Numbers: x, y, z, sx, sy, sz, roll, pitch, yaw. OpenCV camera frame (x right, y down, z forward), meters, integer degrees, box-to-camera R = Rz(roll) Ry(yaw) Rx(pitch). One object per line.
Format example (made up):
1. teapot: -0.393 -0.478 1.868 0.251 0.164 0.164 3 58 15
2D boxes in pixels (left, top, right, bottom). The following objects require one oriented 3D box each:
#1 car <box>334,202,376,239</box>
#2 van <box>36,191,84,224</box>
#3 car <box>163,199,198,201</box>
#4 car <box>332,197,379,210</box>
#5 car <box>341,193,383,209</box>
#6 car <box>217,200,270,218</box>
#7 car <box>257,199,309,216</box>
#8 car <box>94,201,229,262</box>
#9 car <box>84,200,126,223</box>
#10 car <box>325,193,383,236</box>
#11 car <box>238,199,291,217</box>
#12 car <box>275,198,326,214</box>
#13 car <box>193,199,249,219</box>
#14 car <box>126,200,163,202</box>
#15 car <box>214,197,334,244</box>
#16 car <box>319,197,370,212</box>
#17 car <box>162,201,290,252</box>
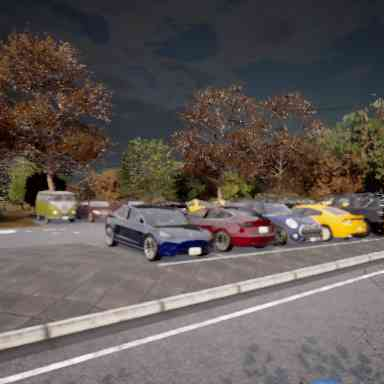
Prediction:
1. car: 5.545 1.359 15.799 2.097 1.535 5.008 1 -1 -35
2. van: -8.790 0.938 21.578 1.878 1.987 4.442 1 0 -35
3. car: -2.031 1.382 26.504 2.163 1.488 4.792 1 -1 -35
4. car: 20.722 1.410 42.418 2.097 1.535 5.008 -1 1 -35
5. car: 22.990 1.117 44.034 2.435 2.045 5.566 -1 1 -35
6. car: 4.753 1.501 31.186 2.163 1.488 4.792 1 0 -35
7. car: 9.310 1.497 34.409 2.097 1.535 5.008 0 0 -35
8. car: -1.278 1.197 10.989 2.163 1.488 4.792 2 -1 -35
9. car: -6.681 1.265 23.214 2.002 1.452 4.674 2 -1 -35
10. car: 7.817 1.157 17.432 2.435 2.045 5.566 1 -1 -35
11. car: 7.025 1.488 32.808 2.097 1.535 5.008 0 0 -35
12. car: 11.700 1.498 36.082 2.231 1.521 4.892 0 0 -35
13. car: 2.455 1.440 29.838 1.946 1.575 5.366 1 -1 -35
14. car: -4.401 1.331 24.811 2.002 1.452 4.674 2 -1 -35
15. car: 3.251 1.174 14.236 2.185 1.767 4.553 1 -1 -35
16. car: 18.547 1.442 40.661 1.946 1.575 5.366 -1 0 -35
17. car: 0.968 1.264 12.634 2.163 1.488 4.792 2 -1 -35
